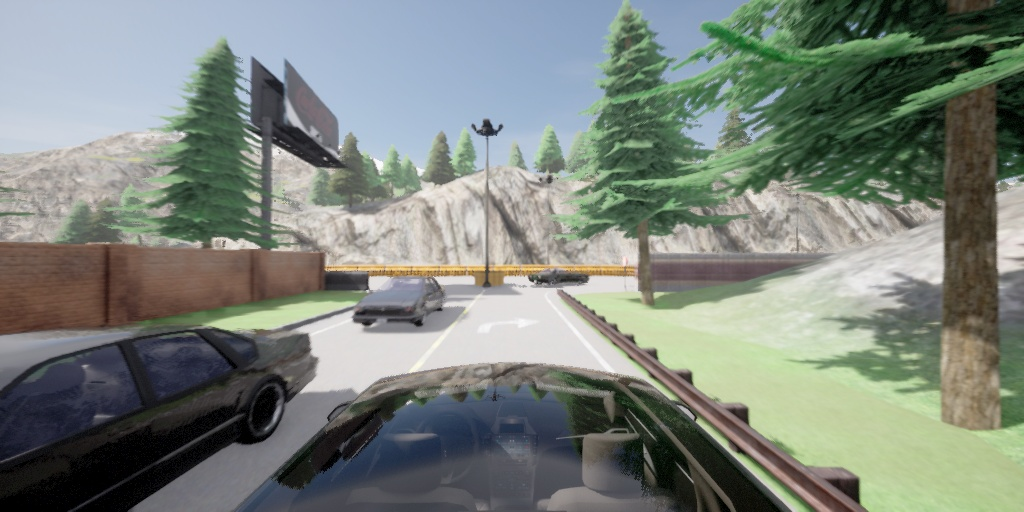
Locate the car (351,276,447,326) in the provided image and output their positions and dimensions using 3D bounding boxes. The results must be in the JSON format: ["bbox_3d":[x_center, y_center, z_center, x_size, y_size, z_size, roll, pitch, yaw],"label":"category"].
[{"bbox_3d":[-3.507,1.389,12.329,2.033,1.411,5.357,0,0,0],"label":"car"}]

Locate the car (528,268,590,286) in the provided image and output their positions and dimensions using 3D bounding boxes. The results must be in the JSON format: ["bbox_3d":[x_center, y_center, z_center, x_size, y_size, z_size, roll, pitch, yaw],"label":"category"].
[{"bbox_3d":[3.711,1.594,27.547,4.718,1.301,1.895,0,-1,-30],"label":"car"}]

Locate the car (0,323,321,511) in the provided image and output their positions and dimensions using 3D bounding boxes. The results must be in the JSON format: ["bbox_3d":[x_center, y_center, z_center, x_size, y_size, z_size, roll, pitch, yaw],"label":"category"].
[{"bbox_3d":[-3.585,1.306,2.627,2.033,1.411,5.357,0,-1,0],"label":"car"}]
